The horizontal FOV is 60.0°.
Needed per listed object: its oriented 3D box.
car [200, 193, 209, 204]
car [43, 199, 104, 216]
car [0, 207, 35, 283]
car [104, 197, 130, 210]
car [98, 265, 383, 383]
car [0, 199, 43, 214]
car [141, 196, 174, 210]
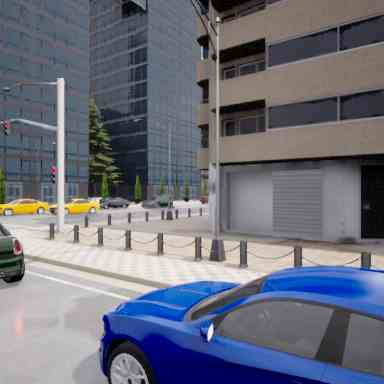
[{"bbox_3d":[3.679,1.168,59.565,2.150,2.045,5.566,0,0,36],"label":"car"},{"bbox_3d":[-11.533,1.422,32.696,1.882,1.535,5.008,0,0,36],"label":"car"},{"bbox_3d":[-6.279,1.352,8.464,4.553,1.767,2.097,0,0,36],"label":"car"},{"bbox_3d":[-9.879,1.435,40.952,2.128,1.511,4.902,0,0,36],"label":"car"},{"bbox_3d":[1.217,1.478,3.124,5.008,1.535,1.882,0,0,36],"label":"car"},{"bbox_3d":[-16.389,1.422,31.967,1.882,1.535,5.008,0,0,36],"label":"car"},{"bbox_3d":[-4.385,1.296,42.570,2.097,1.767,4.553,0,0,36],"label":"car"}]
